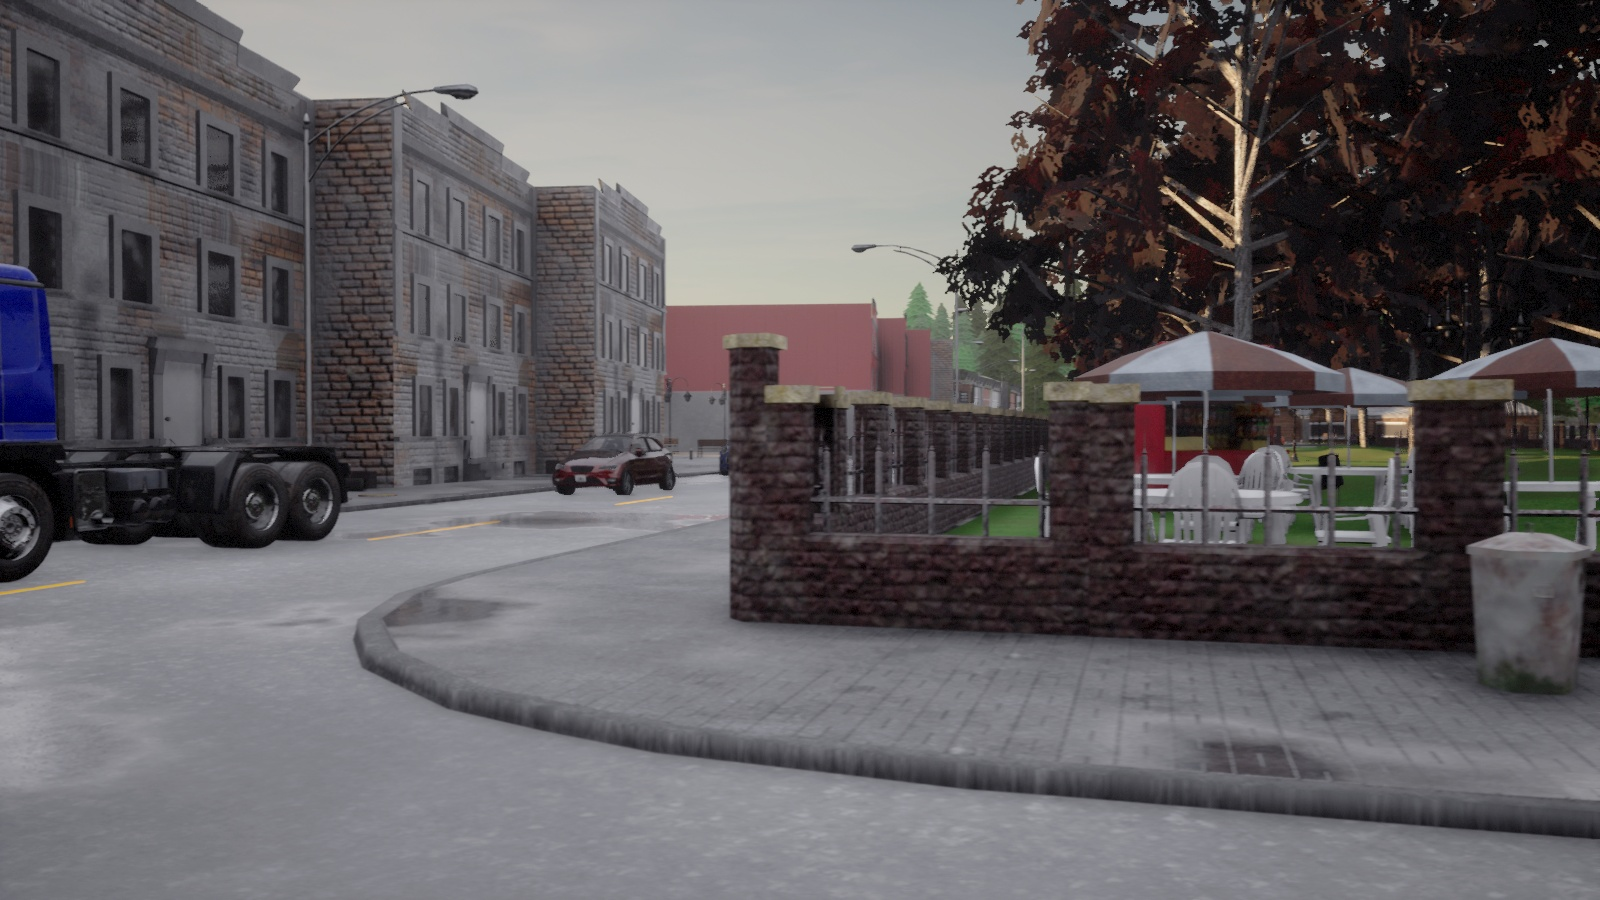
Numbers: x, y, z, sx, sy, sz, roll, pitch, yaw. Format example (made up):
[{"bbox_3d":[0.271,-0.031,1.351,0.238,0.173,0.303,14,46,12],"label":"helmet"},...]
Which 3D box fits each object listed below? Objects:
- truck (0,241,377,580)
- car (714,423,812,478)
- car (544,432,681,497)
[{"bbox_3d":[-8.890,-0.463,15.632,2.891,3.462,7.936,1,1,16],"label":"truck"},{"bbox_3d":[-1.208,-0.027,43.147,2.097,1.767,4.553,1,1,16],"label":"car"},{"bbox_3d":[-4.556,0.305,31.173,1.816,1.474,4.193,1,1,16],"label":"car"}]
